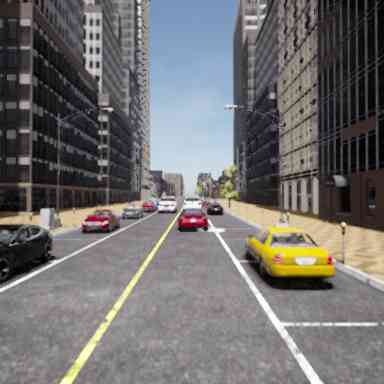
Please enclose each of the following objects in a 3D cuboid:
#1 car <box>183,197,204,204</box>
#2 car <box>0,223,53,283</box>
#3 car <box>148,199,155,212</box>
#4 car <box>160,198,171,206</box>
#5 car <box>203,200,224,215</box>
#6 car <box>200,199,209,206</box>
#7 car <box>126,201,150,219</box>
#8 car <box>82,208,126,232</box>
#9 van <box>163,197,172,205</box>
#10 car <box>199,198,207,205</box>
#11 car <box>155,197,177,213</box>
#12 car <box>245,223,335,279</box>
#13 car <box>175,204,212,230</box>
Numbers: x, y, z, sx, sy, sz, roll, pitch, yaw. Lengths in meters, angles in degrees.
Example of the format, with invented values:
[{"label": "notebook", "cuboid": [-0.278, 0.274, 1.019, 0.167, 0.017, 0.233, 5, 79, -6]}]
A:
[{"label": "car", "cuboid": [0.047, 1.587, 40.728, 2.150, 2.045, 5.566, 0, -1, 0]}, {"label": "car", "cuboid": [-5.701, 1.660, 10.001, 1.947, 1.339, 4.313, 0, -1, 0]}, {"label": "car", "cuboid": [-5.745, 1.945, 44.153, 1.887, 1.381, 4.507, 0, -1, 0]}, {"label": "car", "cuboid": [-5.781, 2.083, 72.614, 1.967, 1.590, 4.097, 0, 0, 0]}, {"label": "car", "cuboid": [2.643, 1.916, 38.459, 1.947, 1.339, 4.313, 0, -1, 0]}, {"label": "car", "cuboid": [2.599, 2.225, 72.609, 1.802, 1.307, 4.206, 0, 0, 0]}, {"label": "car", "cuboid": [-5.730, 1.850, 32.769, 2.008, 1.369, 4.403, 0, -1, 0]}, {"label": "car", "cuboid": [-5.715, 1.780, 21.384, 1.802, 1.307, 4.206, 0, -1, 0]}, {"label": "van", "cuboid": [-5.788, 2.032, 78.307, 1.690, 1.788, 3.998, 0, 0, 0]}, {"label": "car", "cuboid": [2.592, 2.218, 78.472, 1.752, 1.417, 4.829, 0, 0, 0]}, {"label": "car", "cuboid": [-3.062, 1.607, 42.361, 2.150, 2.045, 5.566, 0, -1, 0]}, {"label": "car", "cuboid": [2.680, 1.621, 10.170, 1.752, 1.417, 4.829, 0, -1, 0]}, {"label": "car", "cuboid": [0.071, 1.775, 22.879, 1.994, 1.385, 4.181, 0, 0, 0]}]
